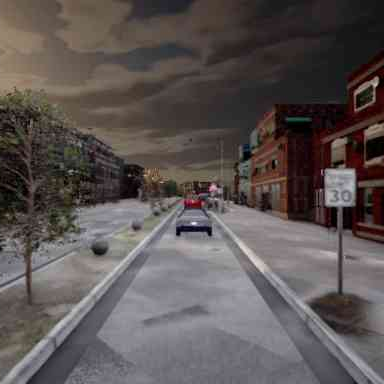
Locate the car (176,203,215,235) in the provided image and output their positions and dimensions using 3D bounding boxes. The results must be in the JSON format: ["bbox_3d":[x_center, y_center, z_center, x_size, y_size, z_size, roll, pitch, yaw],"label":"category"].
[{"bbox_3d":[0.100,1.580,19.103,1.994,1.385,4.181,0,0,0],"label":"car"}]

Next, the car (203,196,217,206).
[{"bbox_3d":[3.000,1.532,56.782,2.163,1.488,4.792,0,0,0],"label":"car"}]

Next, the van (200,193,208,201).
[{"bbox_3d":[3.001,1.258,84.353,1.878,1.987,4.442,0,0,0],"label":"van"}]

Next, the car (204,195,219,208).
[{"bbox_3d":[2.999,1.512,45.577,2.231,1.521,4.892,0,0,0],"label":"car"}]

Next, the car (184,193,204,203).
[{"bbox_3d":[0.102,1.252,42.634,2.150,2.045,5.566,0,0,0],"label":"car"}]
